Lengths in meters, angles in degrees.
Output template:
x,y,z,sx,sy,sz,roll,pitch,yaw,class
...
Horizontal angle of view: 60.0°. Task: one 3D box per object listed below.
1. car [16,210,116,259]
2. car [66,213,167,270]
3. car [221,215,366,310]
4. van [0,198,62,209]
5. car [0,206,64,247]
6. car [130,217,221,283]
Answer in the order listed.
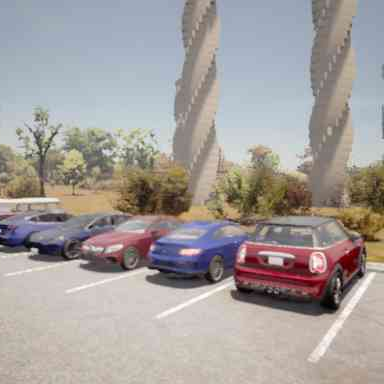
x,y,z,sx,sy,sz,roll,pitch,yaw,class
-3.862,1.568,13.071,2.163,1.488,4.792,0,0,35,car
-1.597,1.567,11.498,2.002,1.452,4.674,0,0,35,car
2.876,1.374,8.273,2.185,1.767,4.553,0,0,35,car
-8.263,1.321,16.383,1.878,1.987,4.442,0,0,35,van
-6.070,1.573,14.716,2.163,1.488,4.792,0,0,35,car
0.644,1.554,9.897,2.002,1.452,4.674,0,0,35,car
